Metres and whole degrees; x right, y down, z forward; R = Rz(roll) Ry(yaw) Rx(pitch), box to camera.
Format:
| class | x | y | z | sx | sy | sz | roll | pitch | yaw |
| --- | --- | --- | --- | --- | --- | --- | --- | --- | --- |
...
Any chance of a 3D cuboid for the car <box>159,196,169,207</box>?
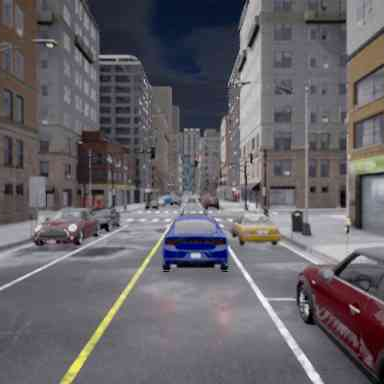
| class | x | y | z | sx | sy | sz | roll | pitch | yaw |
| --- | --- | --- | --- | --- | --- | --- | --- | --- | --- |
| car | -5.674 | 1.825 | 58.878 | 1.752 | 1.417 | 4.829 | -1 | 0 | 0 |

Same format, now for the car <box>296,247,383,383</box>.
| class | x | y | z | sx | sy | sz | roll | pitch | yaw |
| --- | --- | --- | --- | --- | --- | --- | --- | --- | --- |
| car | 2.847 | 1.458 | 4.514 | 1.967 | 1.590 | 4.097 | -1 | 0 | 0 |

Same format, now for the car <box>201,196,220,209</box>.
| class | x | y | z | sx | sy | sz | roll | pitch | yaw |
| --- | --- | --- | --- | --- | --- | --- | --- | --- | --- |
| car | 2.849 | 1.555 | 47.877 | 2.192 | 1.841 | 5.009 | -1 | 0 | 0 |

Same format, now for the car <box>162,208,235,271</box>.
| class | x | y | z | sx | sy | sz | roll | pitch | yaw |
| --- | --- | --- | --- | --- | --- | --- | --- | --- | --- |
| car | 0.097 | 1.525 | 11.128 | 1.882 | 1.535 | 5.008 | 0 | 0 | 0 |

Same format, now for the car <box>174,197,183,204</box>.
| class | x | y | z | sx | sy | sz | roll | pitch | yaw |
| --- | --- | --- | --- | --- | --- | --- | --- | --- | --- |
| car | -2.996 | 1.884 | 75.712 | 1.837 | 1.490 | 4.892 | 0 | 0 | 0 |

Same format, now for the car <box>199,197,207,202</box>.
| class | x | y | z | sx | sy | sz | roll | pitch | yaw |
| --- | --- | --- | --- | --- | --- | --- | --- | --- | --- |
| car | 2.864 | 2.006 | 86.976 | 1.947 | 1.339 | 4.313 | -1 | 0 | 0 |

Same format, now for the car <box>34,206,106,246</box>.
| class | x | y | z | sx | sy | sz | roll | pitch | yaw |
| --- | --- | --- | --- | --- | --- | --- | --- | --- | --- |
| car | -5.677 | 1.509 | 15.508 | 1.967 | 1.590 | 4.097 | -1 | 0 | 0 |

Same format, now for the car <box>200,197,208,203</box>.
| class | x | y | z | sx | sy | sz | roll | pitch | yaw |
| --- | --- | --- | --- | --- | --- | --- | --- | --- | --- |
| car | 2.862 | 1.939 | 81.561 | 1.752 | 1.417 | 4.829 | -1 | 0 | 0 |

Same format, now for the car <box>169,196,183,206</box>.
| class | x | y | z | sx | sy | sz | roll | pitch | yaw |
| --- | --- | --- | --- | --- | --- | --- | --- | --- | --- |
| car | -3.038 | 1.854 | 60.230 | 2.033 | 1.411 | 5.357 | 0 | 0 | 1 |

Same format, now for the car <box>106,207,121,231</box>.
| class | x | y | z | sx | sy | sz | roll | pitch | yaw |
| --- | --- | --- | --- | --- | --- | --- | --- | --- | --- |
| car | -5.675 | 1.661 | 21.003 | 1.947 | 1.339 | 4.313 | -1 | 0 | 0 |

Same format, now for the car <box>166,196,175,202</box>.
| class | x | y | z | sx | sy | sz | roll | pitch | yaw |
| --- | --- | --- | --- | --- | --- | --- | --- | --- | --- |
| car | -5.672 | 1.881 | 86.977 | 1.967 | 1.590 | 4.097 | -1 | 0 | 0 |

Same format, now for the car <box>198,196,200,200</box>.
| class | x | y | z | sx | sy | sz | roll | pitch | yaw |
| --- | --- | --- | --- | --- | --- | --- | --- | --- | --- |
| car | 2.856 | 1.673 | 70.220 | 2.192 | 1.841 | 5.009 | -1 | 0 | 0 |

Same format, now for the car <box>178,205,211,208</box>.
| class | x | y | z | sx | sy | sz | roll | pitch | yaw |
| --- | --- | --- | --- | --- | --- | --- | --- | --- | --- |
| car | 0.102 | 1.694 | 20.780 | 1.895 | 1.301 | 4.718 | 0 | 0 | 0 |

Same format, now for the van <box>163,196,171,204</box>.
| class | x | y | z | sx | sy | sz | roll | pitch | yaw |
| --- | --- | --- | --- | --- | --- | --- | --- | --- | --- |
| van | -5.674 | 1.728 | 75.807 | 1.690 | 1.788 | 3.998 | -1 | 0 | 0 |

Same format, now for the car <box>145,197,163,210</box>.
| class | x | y | z | sx | sy | sz | roll | pitch | yaw |
| --- | --- | --- | --- | --- | --- | --- | --- | --- | --- |
| car | -5.674 | 1.807 | 47.876 | 1.947 | 1.339 | 4.313 | -1 | 0 | 0 |

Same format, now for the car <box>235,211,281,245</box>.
| class | x | y | z | sx | sy | sz | roll | pitch | yaw |
| --- | --- | --- | --- | --- | --- | --- | --- | --- | --- |
| car | 2.849 | 1.594 | 15.678 | 1.752 | 1.417 | 4.829 | -1 | 0 | 0 |

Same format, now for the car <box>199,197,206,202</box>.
| class | x | y | z | sx | sy | sz | roll | pitch | yaw |
| --- | --- | --- | --- | --- | --- | --- | --- | --- | --- |
| car | 2.866 | 2.033 | 92.562 | 1.947 | 1.339 | 4.313 | -1 | 0 | 0 |

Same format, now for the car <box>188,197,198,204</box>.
| class | x | y | z | sx | sy | sz | roll | pitch | yaw |
| --- | --- | --- | --- | --- | --- | --- | --- | --- | --- |
| car | 0.005 | 1.911 | 77.310 | 2.128 | 1.511 | 4.902 | 0 | 0 | 0 |

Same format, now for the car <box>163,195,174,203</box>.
| class | x | y | z | sx | sy | sz | roll | pitch | yaw |
| --- | --- | --- | --- | --- | --- | --- | --- | --- | --- |
| car | -5.674 | 1.729 | 81.393 | 2.192 | 1.841 | 5.009 | -1 | 0 | 0 |
